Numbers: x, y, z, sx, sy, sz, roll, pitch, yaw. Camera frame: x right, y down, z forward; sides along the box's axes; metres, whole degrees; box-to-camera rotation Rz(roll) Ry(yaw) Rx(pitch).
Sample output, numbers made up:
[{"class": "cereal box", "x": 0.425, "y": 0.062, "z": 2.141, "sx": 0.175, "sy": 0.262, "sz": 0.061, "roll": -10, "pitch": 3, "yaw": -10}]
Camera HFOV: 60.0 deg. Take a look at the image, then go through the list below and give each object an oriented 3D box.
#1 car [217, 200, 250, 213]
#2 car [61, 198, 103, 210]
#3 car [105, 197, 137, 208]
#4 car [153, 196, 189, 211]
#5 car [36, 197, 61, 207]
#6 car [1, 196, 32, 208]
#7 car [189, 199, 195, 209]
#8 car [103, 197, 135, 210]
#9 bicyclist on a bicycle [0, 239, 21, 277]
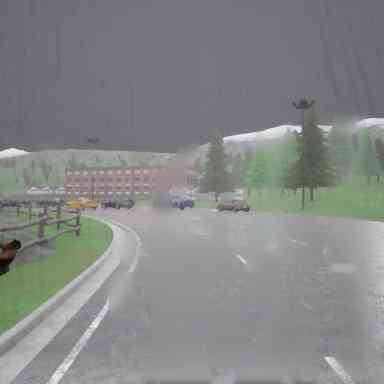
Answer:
[{"class": "car", "x": 4.667, "y": 1.564, "z": 37.913, "sx": 1.994, "sy": 1.385, "sz": 4.181, "roll": 0, "pitch": 0, "yaw": -33}, {"class": "car", "x": -14.034, "y": 1.478, "z": 42.138, "sx": 5.008, "sy": 1.535, "sz": 1.882, "roll": 0, "pitch": 0, "yaw": 36}, {"class": "car", "x": -10.374, "y": 1.505, "z": 48.256, "sx": 4.892, "sy": 1.490, "sz": 1.837, "roll": 0, "pitch": 0, "yaw": 37}, {"class": "car", "x": -2.973, "y": 1.352, "z": 41.810, "sx": 2.097, "sy": 1.767, "sz": 4.553, "roll": 0, "pitch": 0, "yaw": -42}, {"class": "car", "x": -21.371, "y": 1.526, "z": 50.264, "sx": 4.674, "sy": 1.442, "sz": 1.812, "roll": 0, "pitch": 0, "yaw": 24}, {"class": "car", "x": -25.614, "y": 1.352, "z": 48.236, "sx": 4.553, "sy": 1.767, "sz": 2.097, "roll": 0, "pitch": 0, "yaw": 20}, {"class": "car", "x": -1.792, "y": 1.478, "z": 45.624, "sx": 1.882, "sy": 1.535, "sz": 5.008, "roll": 0, "pitch": 0, "yaw": -43}, {"class": "car", "x": -9.910, "y": 1.491, "z": 43.296, "sx": 4.902, "sy": 1.511, "sz": 2.128, "roll": 0, "pitch": 0, "yaw": 40}, {"class": "bicyclist on a bicycle", "x": -4.518, "y": 1.426, "z": 7.179, "sx": 1.620, "sy": 1.656, "sz": 0.582, "roll": -12, "pitch": 24, "yaw": -7}]
